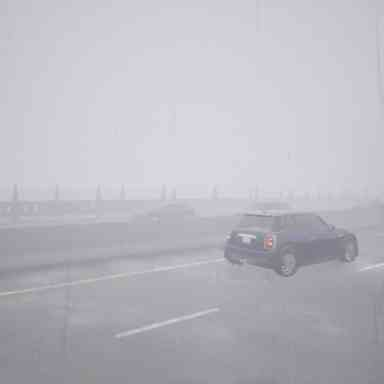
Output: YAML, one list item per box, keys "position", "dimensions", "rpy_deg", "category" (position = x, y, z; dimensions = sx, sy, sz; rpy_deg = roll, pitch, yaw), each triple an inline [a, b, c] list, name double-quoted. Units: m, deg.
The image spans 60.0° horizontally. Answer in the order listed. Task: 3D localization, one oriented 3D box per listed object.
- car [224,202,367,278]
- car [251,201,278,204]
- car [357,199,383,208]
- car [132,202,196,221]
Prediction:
- position: [3.229, 1.357, 10.451]
  dimensions: [4.553, 1.767, 2.097]
  rpy_deg: [0, 0, -36]
  category: "car"
- position: [4.240, 1.363, 20.085]
  dimensions: [4.553, 1.767, 2.097]
  rpy_deg: [0, 0, -36]
  category: "car"
- position: [18.686, 1.491, 34.944]
  dimensions: [5.008, 1.535, 1.882]
  rpy_deg: [0, 0, -36]
  category: "car"
- position: [-1.972, 1.521, 24.218]
  dimensions: [4.892, 1.490, 1.837]
  rpy_deg: [0, 0, -36]
  category: "car"
